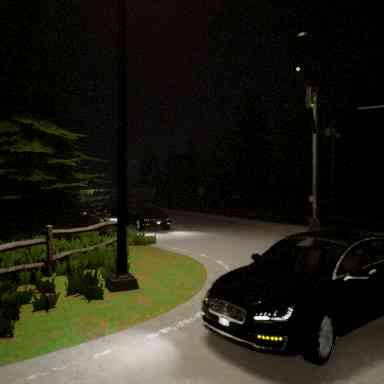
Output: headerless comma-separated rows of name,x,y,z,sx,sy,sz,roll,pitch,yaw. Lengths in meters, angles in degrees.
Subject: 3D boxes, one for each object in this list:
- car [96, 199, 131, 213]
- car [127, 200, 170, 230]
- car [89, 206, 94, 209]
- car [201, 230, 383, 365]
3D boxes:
car,-7.045,1.537,29.761,1.994,1.385,4.181,0,0,-24
car,-2.893,1.478,20.716,1.837,1.490,4.892,0,0,-25
car,-11.219,1.499,39.095,1.812,1.442,4.674,0,0,-24
car,2.372,1.503,5.963,4.892,1.490,1.837,0,-2,-37
